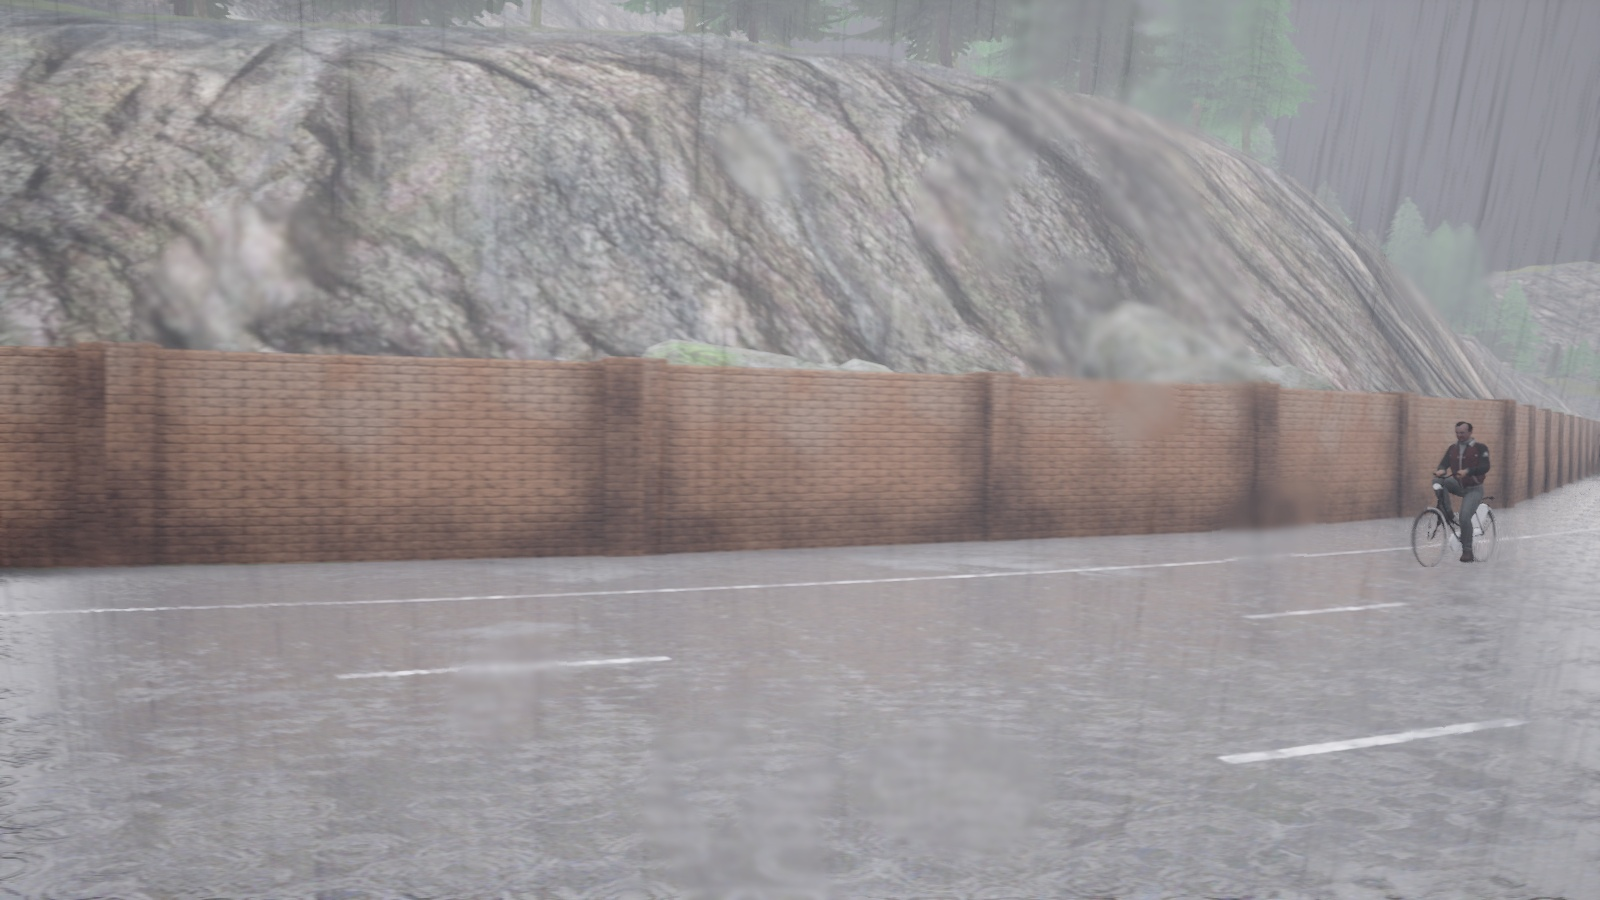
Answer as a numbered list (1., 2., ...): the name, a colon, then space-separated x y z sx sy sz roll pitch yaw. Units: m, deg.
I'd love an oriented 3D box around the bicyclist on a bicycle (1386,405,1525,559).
1. bicyclist on a bicycle: 7.962 0.361 15.239 1.843 1.776 0.659 -1 0 -33
